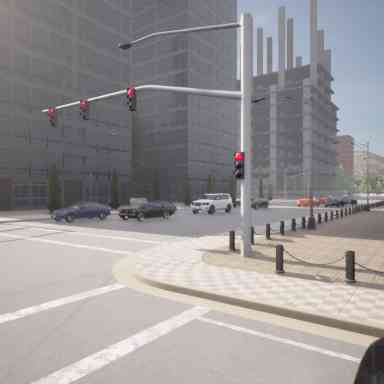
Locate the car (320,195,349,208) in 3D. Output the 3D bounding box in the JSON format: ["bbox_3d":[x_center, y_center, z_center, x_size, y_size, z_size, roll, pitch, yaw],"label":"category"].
[{"bbox_3d":[20.174,1.436,47.014,2.128,1.511,4.902,0,0,36],"label":"car"}]

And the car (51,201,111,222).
[{"bbox_3d":[-8.434,1.470,25.619,1.812,1.442,4.674,0,0,38],"label":"car"}]

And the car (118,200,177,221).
[{"bbox_3d":[-3.564,1.545,26.378,1.895,1.301,4.718,0,0,36],"label":"car"}]

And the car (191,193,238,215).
[{"bbox_3d":[2.144,1.166,34.294,2.150,2.045,5.566,0,0,36],"label":"car"}]

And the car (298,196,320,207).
[{"bbox_3d":[17.247,1.297,48.937,2.097,1.767,4.553,0,0,36],"label":"car"}]

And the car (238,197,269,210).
[{"bbox_3d":[8.244,1.422,42.747,1.882,1.535,5.008,0,0,36],"label":"car"}]

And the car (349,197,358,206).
[{"bbox_3d":[26.104,1.492,55.252,2.033,1.411,5.357,0,0,36],"label":"car"}]

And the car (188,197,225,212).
[{"bbox_3d":[1.785,1.436,39.784,2.128,1.511,4.902,0,0,36],"label":"car"}]

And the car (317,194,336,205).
[{"bbox_3d":[23.172,1.297,57.174,2.097,1.767,4.553,0,0,36],"label":"car"}]

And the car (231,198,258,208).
[{"bbox_3d":[7.630,1.545,47.868,1.895,1.301,4.718,0,0,36],"label":"car"}]

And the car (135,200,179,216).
[{"bbox_3d":[-3.355,1.508,32.656,1.994,1.385,4.181,0,0,36],"label":"car"}]

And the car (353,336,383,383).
[{"bbox_3d":[3.072,1.564,1.778,4.181,1.385,1.994,0,0,36],"label":"car"}]
